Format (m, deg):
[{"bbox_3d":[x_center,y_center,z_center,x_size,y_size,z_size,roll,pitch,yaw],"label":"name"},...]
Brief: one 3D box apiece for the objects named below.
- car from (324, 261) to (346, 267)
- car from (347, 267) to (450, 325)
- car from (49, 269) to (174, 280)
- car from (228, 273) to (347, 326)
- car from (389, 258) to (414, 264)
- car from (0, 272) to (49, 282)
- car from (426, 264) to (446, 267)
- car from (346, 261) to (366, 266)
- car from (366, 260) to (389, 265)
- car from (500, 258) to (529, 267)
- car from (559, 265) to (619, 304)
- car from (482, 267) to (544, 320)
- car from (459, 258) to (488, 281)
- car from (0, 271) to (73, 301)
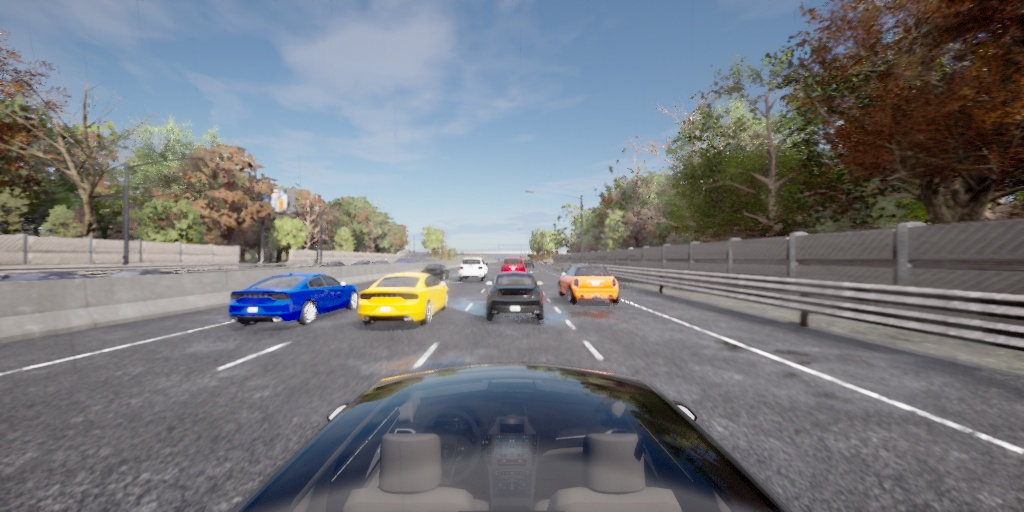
[{"bbox_3d":[-28.033,1.610,57.072,1.837,1.490,4.892,0,0,1],"label":"car"},{"bbox_3d":[-3.397,1.292,12.104,1.882,1.535,5.008,0,0,0],"label":"car"},{"bbox_3d":[-17.600,1.368,16.754,1.812,1.442,4.674,0,0,0],"label":"car"},{"bbox_3d":[-6.898,1.291,12.017,1.882,1.535,5.008,0,0,0],"label":"car"},{"bbox_3d":[-17.543,1.339,58.317,2.150,2.045,5.566,0,0,1],"label":"car"},{"bbox_3d":[-21.100,1.402,16.099,1.994,1.385,4.181,0,0,0],"label":"car"},{"bbox_3d":[-6.902,1.452,32.910,1.837,1.490,4.892,0,0,0],"label":"car"},{"bbox_3d":[-24.537,1.622,58.342,1.837,1.490,4.892,0,0,1],"label":"car"},{"bbox_3d":[-21.042,1.462,57.341,2.097,1.767,4.553,0,0,1],"label":"car"},{"bbox_3d":[0.097,1.165,32.223,2.150,2.045,5.566,0,0,0],"label":"car"},{"bbox_3d":[3.497,1.197,17.112,2.097,1.767,4.553,0,0,0],"label":"car"},{"bbox_3d":[0.099,1.326,13.039,1.837,1.490,4.892,0,0,0],"label":"car"},{"bbox_3d":[-3.404,1.164,32.162,2.150,2.045,5.566,0,0,0],"label":"car"},{"bbox_3d":[-24.601,1.444,16.965,1.895,1.301,4.718,0,0,0],"label":"car"}]
